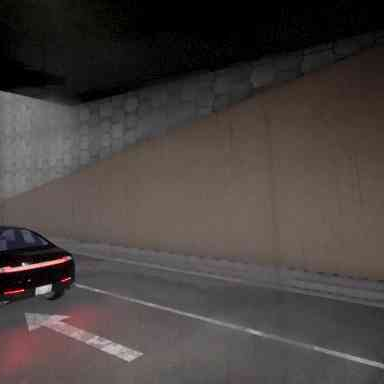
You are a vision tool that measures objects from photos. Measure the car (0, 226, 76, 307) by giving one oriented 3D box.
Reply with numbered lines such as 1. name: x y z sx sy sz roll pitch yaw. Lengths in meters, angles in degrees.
1. car: -4.557 1.492 7.222 4.902 1.511 2.128 0 0 36
